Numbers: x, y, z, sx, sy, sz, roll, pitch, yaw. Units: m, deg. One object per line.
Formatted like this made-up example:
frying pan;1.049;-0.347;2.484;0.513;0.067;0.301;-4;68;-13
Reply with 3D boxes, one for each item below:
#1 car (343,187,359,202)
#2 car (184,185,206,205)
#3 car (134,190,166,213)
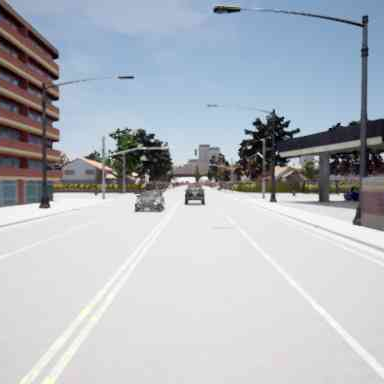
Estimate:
car;20.502;0.300;39.441;4.611;1.667;2.242;0;1;2
car;0.313;0.281;36.522;2.150;2.045;5.566;0;1;0
car;-3.344;0.659;27.137;2.097;1.767;4.553;0;1;0
